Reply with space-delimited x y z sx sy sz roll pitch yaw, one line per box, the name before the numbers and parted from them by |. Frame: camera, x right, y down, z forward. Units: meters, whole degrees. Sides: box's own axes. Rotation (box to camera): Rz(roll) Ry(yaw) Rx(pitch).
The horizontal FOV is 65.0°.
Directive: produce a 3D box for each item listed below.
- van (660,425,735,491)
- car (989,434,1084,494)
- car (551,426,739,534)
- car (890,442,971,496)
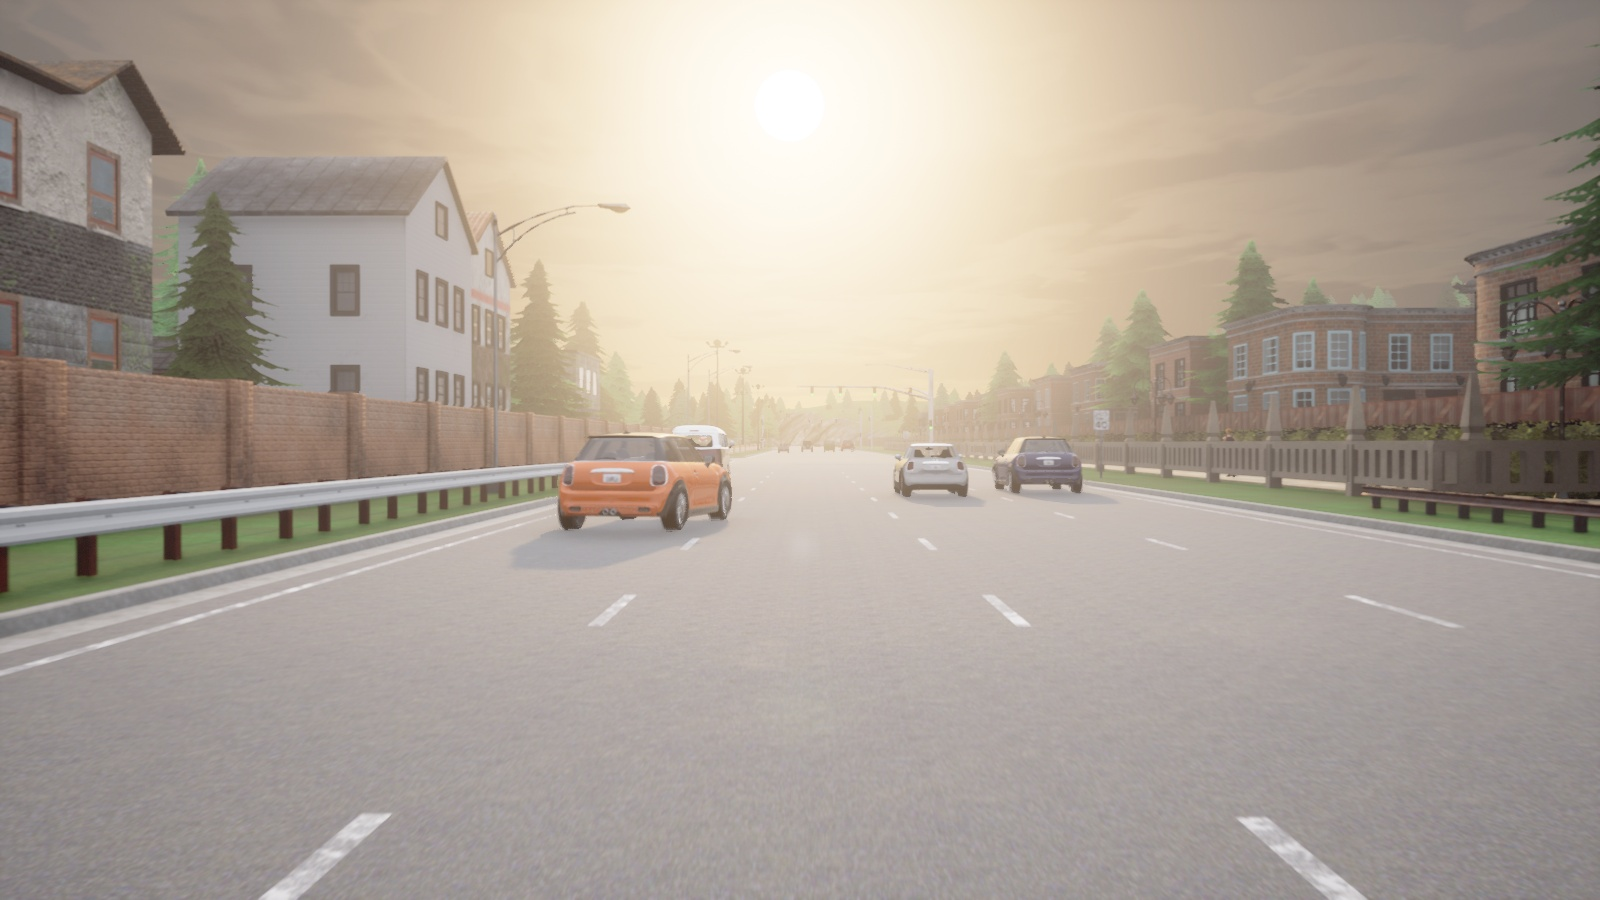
van | -3.275 0.236 40.865 2.069 2.038 4.480 0 0 0
car | 7.214 0.394 38.734 2.097 1.767 4.553 0 0 0
car | -2.679 0.473 22.939 2.097 1.767 4.553 0 0 11
car | 3.701 0.511 36.268 1.970 1.475 3.806 0 0 0
